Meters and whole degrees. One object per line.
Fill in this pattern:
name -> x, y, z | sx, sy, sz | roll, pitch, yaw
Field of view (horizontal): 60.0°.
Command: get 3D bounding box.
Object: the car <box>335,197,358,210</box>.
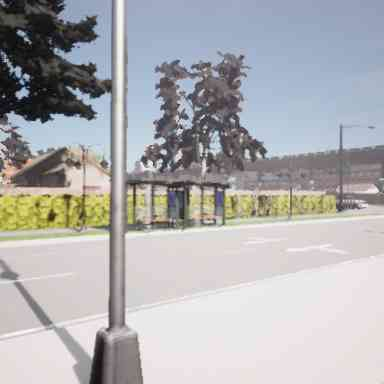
car -> 20.282, 1.801, 47.220 | 1.837, 1.490, 4.892 | 0, 0, -35

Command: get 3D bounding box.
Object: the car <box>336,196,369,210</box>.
car -> 23.066, 1.544, 49.360 | 2.150, 2.045, 5.566 | 0, -1, -35
